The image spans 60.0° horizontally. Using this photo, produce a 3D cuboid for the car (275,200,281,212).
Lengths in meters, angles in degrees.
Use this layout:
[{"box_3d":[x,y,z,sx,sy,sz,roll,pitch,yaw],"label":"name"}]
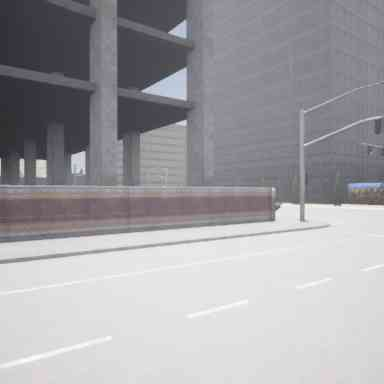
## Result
[{"box_3d":[7.594,1.174,38.265,2.150,2.045,5.566,0,0,-36],"label":"car"}]
